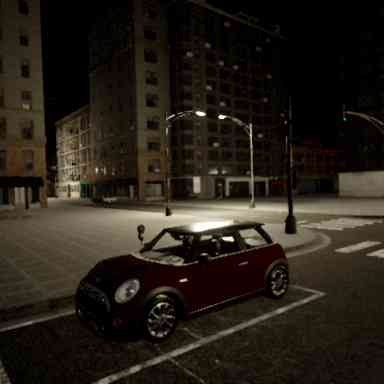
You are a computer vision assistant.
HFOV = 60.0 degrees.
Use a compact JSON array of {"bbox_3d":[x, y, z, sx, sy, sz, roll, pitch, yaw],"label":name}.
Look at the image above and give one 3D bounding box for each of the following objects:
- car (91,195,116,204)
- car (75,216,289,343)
[{"bbox_3d":[-12.557,1.021,46.935,1.895,1.301,4.718,-2,1,-38],"label":"car"},{"bbox_3d":[-0.042,1.353,6.279,4.097,1.590,1.967,-2,1,-38],"label":"car"}]
